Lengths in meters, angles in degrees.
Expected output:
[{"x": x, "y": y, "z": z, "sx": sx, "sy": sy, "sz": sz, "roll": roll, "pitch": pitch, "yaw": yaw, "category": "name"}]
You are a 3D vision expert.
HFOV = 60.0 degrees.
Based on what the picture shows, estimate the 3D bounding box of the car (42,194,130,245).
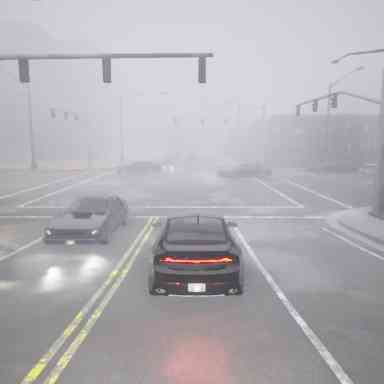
[{"x": -3.625, "y": 0.846, "z": 12.501, "sx": 2.033, "sy": 1.411, "sz": 5.357, "roll": 0, "pitch": 6, "yaw": 0, "category": "car"}]

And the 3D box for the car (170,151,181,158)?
[{"x": -3.535, "y": -6.653, "z": 60.814, "sx": 2.097, "sy": 1.767, "sz": 4.553, "roll": 0, "pitch": 9, "yaw": 0, "category": "car"}]

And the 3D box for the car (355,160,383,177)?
[{"x": 19.659, "y": -2.472, "z": 32.779, "sx": 5.566, "sy": 2.045, "sz": 2.150, "roll": 0, "pitch": 9, "yaw": 0, "category": "car"}]

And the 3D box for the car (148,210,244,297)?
[{"x": 0.076, "y": 1.200, "z": 8.020, "sx": 1.837, "sy": 1.490, "sz": 4.892, "roll": 0, "pitch": 4, "yaw": 0, "category": "car"}]

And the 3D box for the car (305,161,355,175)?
[{"x": 15.225, "y": -2.684, "z": 36.314, "sx": 5.357, "sy": 1.411, "sz": 2.033, "roll": 0, "pitch": 9, "yaw": 0, "category": "car"}]

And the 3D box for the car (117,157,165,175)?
[{"x": -5.733, "y": -2.735, "z": 36.382, "sx": 4.892, "sy": 1.490, "sz": 1.837, "roll": 0, "pitch": 9, "yaw": 0, "category": "car"}]

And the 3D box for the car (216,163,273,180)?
[{"x": 5.079, "y": -2.030, "z": 32.078, "sx": 5.357, "sy": 1.411, "sz": 2.033, "roll": -2, "pitch": 9, "yaw": -15, "category": "car"}]

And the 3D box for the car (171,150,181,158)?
[{"x": -3.461, "y": -8.093, "z": 70.991, "sx": 1.882, "sy": 1.535, "sz": 5.008, "roll": 0, "pitch": 9, "yaw": 0, "category": "car"}]

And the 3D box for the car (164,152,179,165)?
[{"x": -3.569, "y": -4.895, "z": 50.684, "sx": 2.033, "sy": 1.411, "sz": 5.357, "roll": 0, "pitch": 9, "yaw": 0, "category": "car"}]

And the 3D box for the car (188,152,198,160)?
[{"x": 0.133, "y": -7.089, "z": 65.034, "sx": 1.994, "sy": 1.385, "sz": 4.181, "roll": 0, "pitch": 9, "yaw": 0, "category": "car"}]
